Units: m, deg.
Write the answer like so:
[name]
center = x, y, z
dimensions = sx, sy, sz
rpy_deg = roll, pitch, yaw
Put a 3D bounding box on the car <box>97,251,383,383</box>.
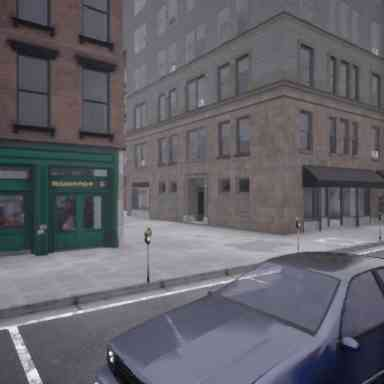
[car]
center = 1.656, 1.546, 4.250
dimensions = 5.357, 1.411, 2.033
rpy_deg = 0, 0, -35
